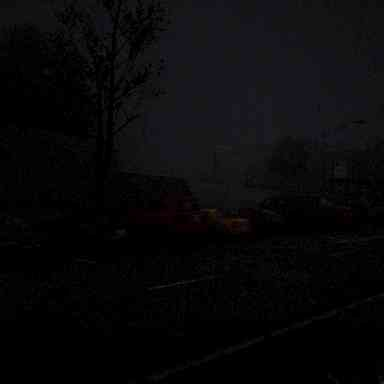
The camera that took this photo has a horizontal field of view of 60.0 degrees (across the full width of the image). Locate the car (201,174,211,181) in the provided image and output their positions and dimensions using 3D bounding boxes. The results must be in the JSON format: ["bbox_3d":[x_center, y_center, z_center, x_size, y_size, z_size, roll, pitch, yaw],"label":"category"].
[{"bbox_3d":[5.551,-3.698,85.867,2.435,2.045,5.566,7,4,34],"label":"car"}]

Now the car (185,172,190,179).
[{"bbox_3d":[0.290,-4.362,93.176,2.435,2.045,5.566,1,-1,35],"label":"car"}]

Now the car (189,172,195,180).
[{"bbox_3d":[2.051,-4.085,90.820,2.185,1.767,4.553,4,1,34],"label":"car"}]

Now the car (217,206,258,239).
[{"bbox_3d":[0.336,1.503,16.913,5.366,1.575,1.946,-1,-1,35],"label":"car"}]

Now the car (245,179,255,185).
[{"bbox_3d":[14.192,-2.043,73.595,2.002,1.452,4.674,7,4,35],"label":"car"}]

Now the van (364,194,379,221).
[{"bbox_3d":[10.453,1.297,23.625,4.442,1.987,1.878,-1,-1,35],"label":"van"}]

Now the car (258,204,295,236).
[{"bbox_3d":[2.950,1.549,18.528,4.674,1.452,2.002,-1,-1,35],"label":"car"}]

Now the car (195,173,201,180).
[{"bbox_3d":[3.769,-3.850,88.342,2.185,1.767,4.553,6,3,34],"label":"car"}]

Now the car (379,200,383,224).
[{"bbox_3d":[12.870,1.403,25.364,4.553,1.767,2.185,-1,-1,36],"label":"car"}]

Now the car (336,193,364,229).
[{"bbox_3d":[7.907,1.267,21.967,5.566,2.045,2.435,-1,-1,35],"label":"car"}]

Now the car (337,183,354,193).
[{"bbox_3d":[26.216,-0.426,56.267,2.435,2.045,5.566,7,3,35],"label":"car"}]

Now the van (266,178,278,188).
[{"bbox_3d":[17.574,-1.764,68.527,1.878,1.987,4.442,7,4,35],"label":"van"}]

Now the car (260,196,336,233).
[{"bbox_3d":[5.385,1.263,20.274,5.566,2.045,2.435,-1,-1,35],"label":"car"}]

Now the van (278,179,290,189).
[{"bbox_3d":[19.292,-1.490,66.048,1.878,1.987,4.442,7,4,35],"label":"van"}]

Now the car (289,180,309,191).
[{"bbox_3d":[21.040,-0.992,63.677,2.231,1.521,4.892,7,3,35],"label":"car"}]

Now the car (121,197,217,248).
[{"bbox_3d":[-1.993,1.248,15.096,5.566,2.045,2.435,-1,-1,35],"label":"car"}]

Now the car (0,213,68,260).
[{"bbox_3d":[-6.874,1.493,11.628,4.892,1.521,2.231,-1,-1,35],"label":"car"}]

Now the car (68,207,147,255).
[{"bbox_3d":[-4.446,1.524,13.363,4.792,1.488,2.163,-1,-1,35],"label":"car"}]

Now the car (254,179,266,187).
[{"bbox_3d":[16.013,-1.812,71.266,1.946,1.575,5.366,7,3,35],"label":"car"}]

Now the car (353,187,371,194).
[{"bbox_3d":[27.895,0.137,53.787,2.002,1.452,4.674,7,3,35],"label":"car"}]

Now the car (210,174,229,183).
[{"bbox_3d":[7.392,-3.176,83.599,1.946,1.575,5.366,7,3,34],"label":"car"}]

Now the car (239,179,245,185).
[{"bbox_3d":[12.462,-2.317,76.065,2.002,1.452,4.674,7,3,35],"label":"car"}]
